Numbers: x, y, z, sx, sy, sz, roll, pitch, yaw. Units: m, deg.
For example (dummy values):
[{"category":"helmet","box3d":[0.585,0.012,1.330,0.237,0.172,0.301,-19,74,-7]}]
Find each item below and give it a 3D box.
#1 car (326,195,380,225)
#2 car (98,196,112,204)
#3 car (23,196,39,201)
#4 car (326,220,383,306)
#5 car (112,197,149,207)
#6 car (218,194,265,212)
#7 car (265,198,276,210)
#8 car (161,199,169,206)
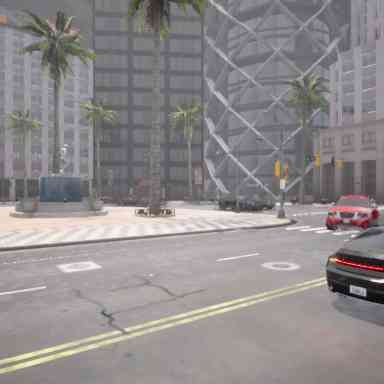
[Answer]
[{"category":"car","box3d":[9.871,1.221,20.072,2.150,2.045,5.566,1,1,35]},{"category":"car","box3d":[-16.712,1.478,62.116,5.008,1.535,1.882,0,0,4]},{"category":"car","box3d":[-28.455,1.492,61.342,4.902,1.511,2.128,0,0,-10]},{"category":"car","box3d":[4.923,1.505,7.306,4.892,1.490,1.837,0,0,-35]},{"category":"car","box3d":[-8.937,1.477,50.096,5.008,1.535,1.882,0,0,17]},{"category":"car","box3d":[5.496,1.221,39.526,2.150,2.045,5.566,0,0,-39]},{"category":"car","box3d":[7.845,1.221,42.097,2.150,2.045,5.566,0,0,-40]},{"category":"car","box3d":[-6.116,1.491,52.720,4.902,1.511,2.128,0,0,21]}]
